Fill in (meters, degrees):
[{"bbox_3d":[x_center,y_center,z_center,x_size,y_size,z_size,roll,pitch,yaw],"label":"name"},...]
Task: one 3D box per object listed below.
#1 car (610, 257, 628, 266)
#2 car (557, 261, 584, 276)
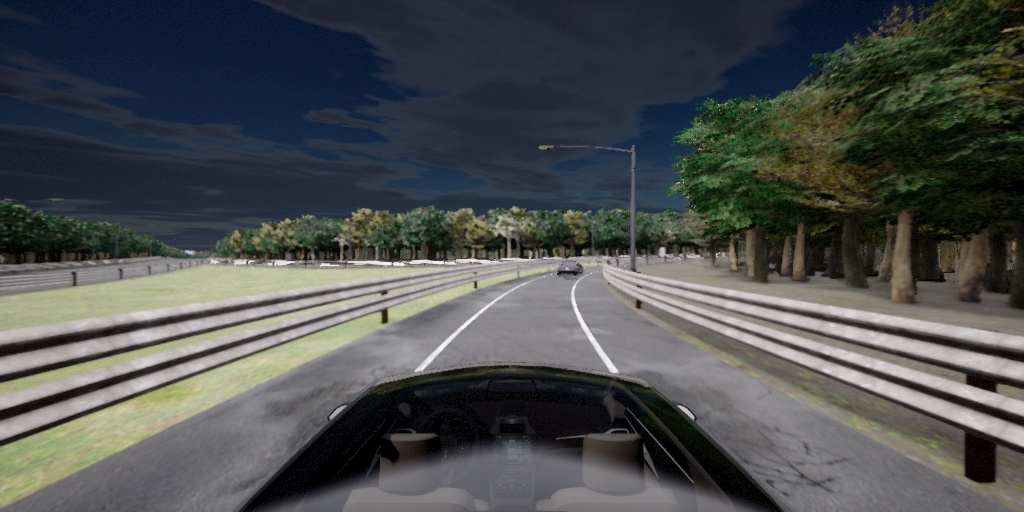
[{"bbox_3d":[17.145,0.845,57.630,2.128,1.511,4.902,0,1,34],"label":"car"},{"bbox_3d":[5.677,1.127,34.452,1.994,1.385,4.181,0,0,19],"label":"car"}]
